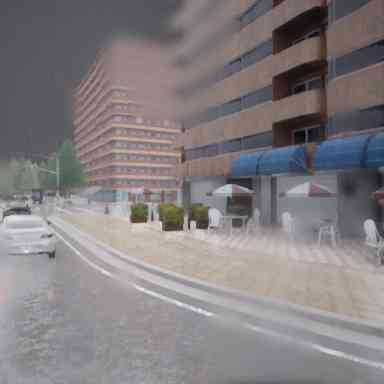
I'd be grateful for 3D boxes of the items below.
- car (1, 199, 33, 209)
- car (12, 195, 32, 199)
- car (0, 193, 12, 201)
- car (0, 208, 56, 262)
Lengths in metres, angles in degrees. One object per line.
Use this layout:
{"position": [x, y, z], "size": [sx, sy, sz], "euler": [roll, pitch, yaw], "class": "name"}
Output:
{"position": [-13.239, 1.515, 25.214], "size": [1.837, 1.490, 4.892], "euler": [0, 0, -29], "class": "car"}
{"position": [-42.574, 1.483, 83.351], "size": [2.128, 1.511, 4.902], "euler": [0, 0, -9], "class": "car"}
{"position": [-46.004, 1.210, 82.615], "size": [2.150, 2.045, 5.566], "euler": [0, 0, -9], "class": "car"}
{"position": [-6.076, 1.531, 12.035], "size": [1.812, 1.442, 4.674], "euler": [0, 0, -29], "class": "car"}
